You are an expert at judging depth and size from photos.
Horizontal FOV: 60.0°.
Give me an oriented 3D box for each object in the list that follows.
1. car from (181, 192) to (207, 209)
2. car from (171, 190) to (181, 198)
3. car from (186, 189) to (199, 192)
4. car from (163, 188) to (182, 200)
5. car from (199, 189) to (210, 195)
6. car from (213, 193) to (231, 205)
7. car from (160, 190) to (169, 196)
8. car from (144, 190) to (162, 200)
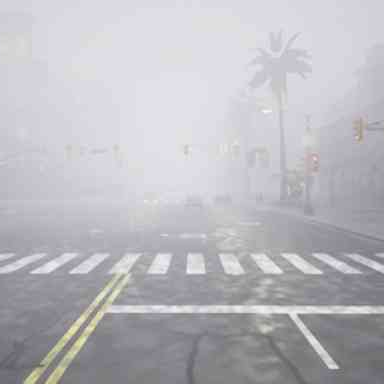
[{"bbox_3d":[0.188,0.993,34.731,2.033,1.411,5.357,0,1,0],"label":"car"},{"bbox_3d":[-3.325,0.421,69.239,1.812,1.442,4.674,0,1,0],"label":"car"},{"bbox_3d":[0.067,0.141,86.663,1.812,1.442,4.674,0,1,-4],"label":"car"},{"bbox_3d":[-3.380,0.293,58.287,2.150,2.045,5.566,0,1,1],"label":"car"},{"bbox_3d":[3.530,0.159,87.371,1.994,1.385,4.181,0,1,-4],"label":"car"},{"bbox_3d":[3.705,0.817,41.412,1.882,1.535,5.008,0,1,0],"label":"car"},{"bbox_3d":[-6.807,0.208,82.484,1.812,1.442,4.674,0,1,0],"label":"car"},{"bbox_3d":[-6.896,0.442,57.099,2.097,1.767,4.553,0,1,1],"label":"car"}]
